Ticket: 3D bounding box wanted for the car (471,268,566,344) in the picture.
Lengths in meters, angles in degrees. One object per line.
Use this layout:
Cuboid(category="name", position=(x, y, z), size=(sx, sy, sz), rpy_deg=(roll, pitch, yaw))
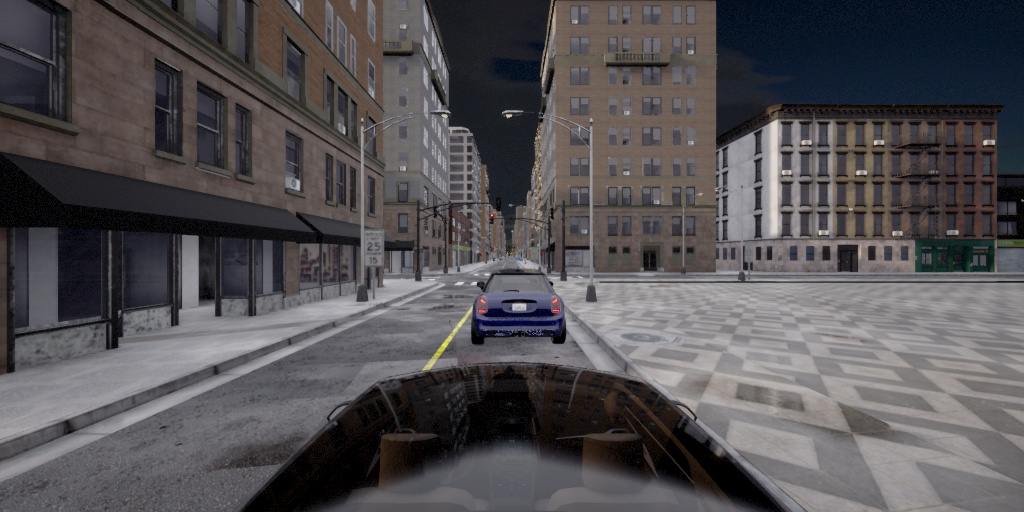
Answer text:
Cuboid(category="car", position=(0.100, 1.102, 9.716), size=(2.097, 1.767, 4.553), rpy_deg=(0, 0, -1))
